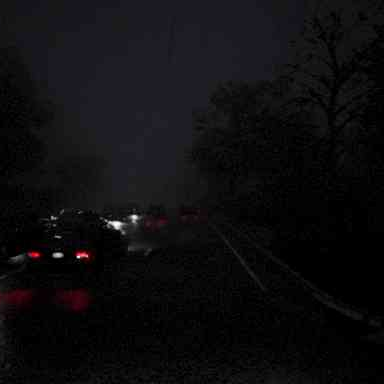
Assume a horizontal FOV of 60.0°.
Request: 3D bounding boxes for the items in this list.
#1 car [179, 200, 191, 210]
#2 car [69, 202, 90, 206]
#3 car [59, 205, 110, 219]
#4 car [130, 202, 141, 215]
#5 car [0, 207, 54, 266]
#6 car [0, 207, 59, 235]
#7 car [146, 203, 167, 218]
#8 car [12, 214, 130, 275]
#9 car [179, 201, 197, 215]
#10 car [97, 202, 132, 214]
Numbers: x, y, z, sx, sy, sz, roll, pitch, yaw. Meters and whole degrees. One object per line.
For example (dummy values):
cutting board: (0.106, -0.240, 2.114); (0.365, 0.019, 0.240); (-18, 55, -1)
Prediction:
car: (-1.210, 2.227, 57.482); (1.882, 1.535, 5.008); (0, -1, -4)
car: (-10.770, 1.762, 31.423); (2.097, 1.767, 4.553); (0, -1, -1)
car: (-7.170, 1.829, 21.496); (2.033, 1.411, 5.357); (0, -1, 0)
car: (-7.515, 2.045, 41.374); (1.837, 1.490, 4.892); (0, -1, -2)
car: (-7.067, 1.510, 12.028); (2.097, 1.767, 4.553); (0, -1, -1)
car: (-10.672, 1.774, 21.583); (2.128, 1.511, 4.902); (0, -1, -1)
car: (-3.709, 1.952, 35.247); (2.128, 1.511, 4.902); (0, -1, -1)
car: (-3.412, 1.692, 10.953); (2.033, 1.411, 5.357); (0, -1, 0)
car: (-0.435, 2.033, 42.527); (1.882, 1.535, 5.008); (0, -1, -2)
car: (-7.272, 1.974, 31.369); (1.994, 1.385, 4.181); (0, -1, -1)
